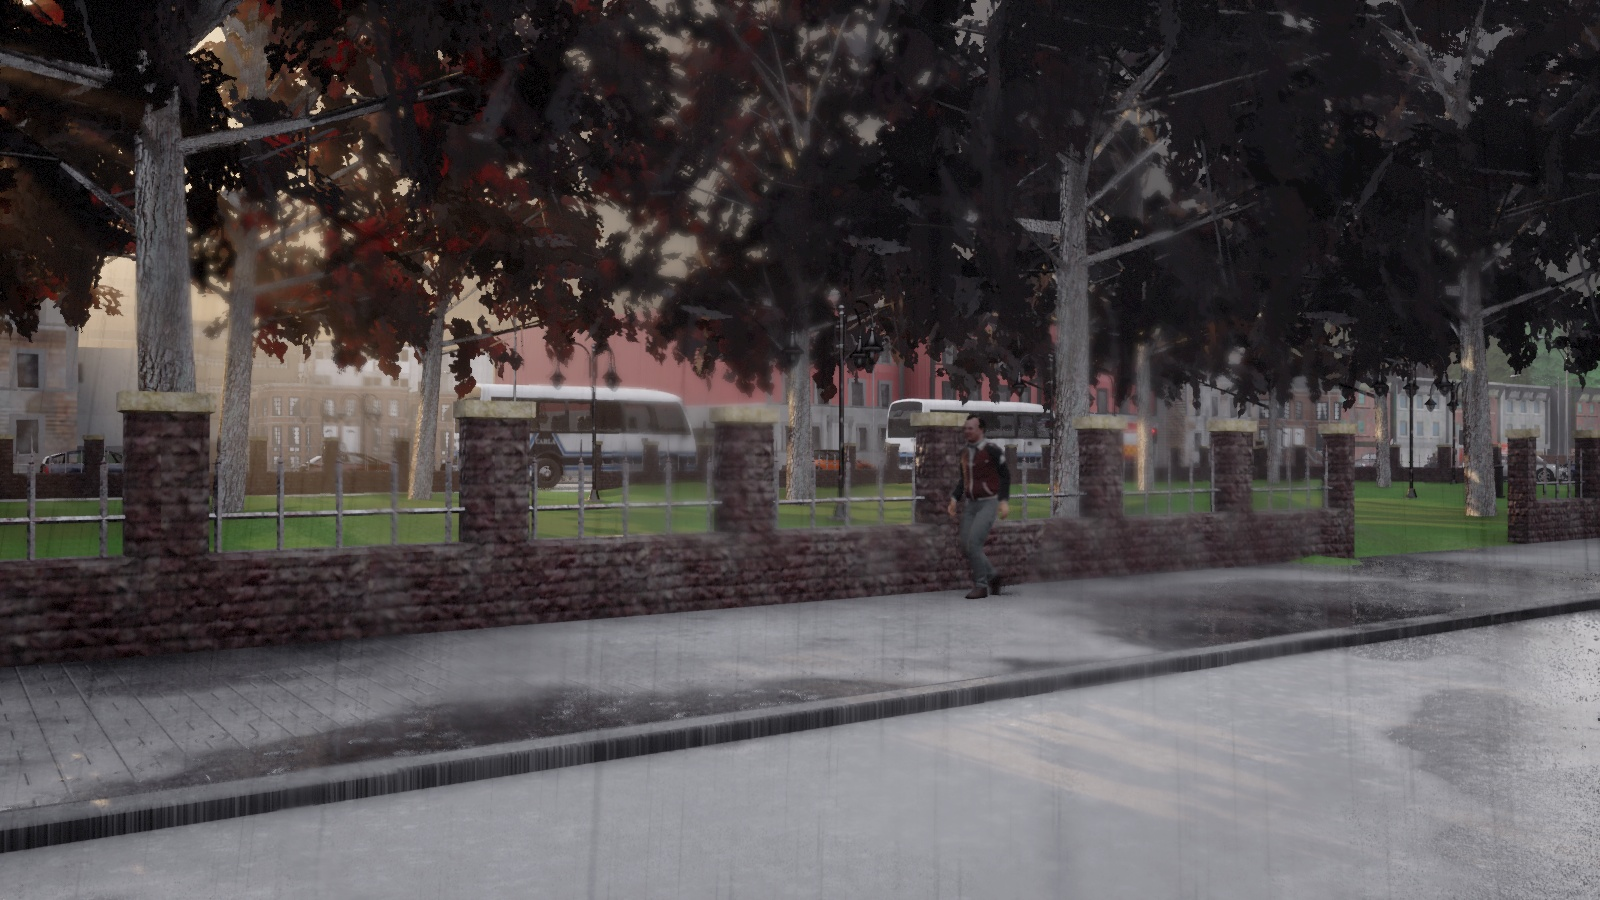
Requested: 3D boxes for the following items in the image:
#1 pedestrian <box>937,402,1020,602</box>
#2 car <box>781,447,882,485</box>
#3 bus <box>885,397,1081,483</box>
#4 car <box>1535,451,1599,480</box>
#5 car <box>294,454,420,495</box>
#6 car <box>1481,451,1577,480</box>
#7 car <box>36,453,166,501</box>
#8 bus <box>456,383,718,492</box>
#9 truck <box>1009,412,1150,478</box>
[{"bbox_3d":[1.704,0.480,12.007,0.720,1.854,0.376,0,0,-35],"label":"pedestrian"},{"bbox_3d":[1.542,0.748,60.656,4.553,1.767,2.097,0,0,-35],"label":"car"},{"bbox_3d":[9.780,-0.490,66.470,10.273,4.253,3.944,0,0,-34],"label":"bus"},{"bbox_3d":[41.646,0.818,65.962,2.163,1.488,4.792,0,0,-35],"label":"car"},{"bbox_3d":[-16.821,0.911,47.789,4.193,1.474,1.816,0,0,-35],"label":"car"},{"bbox_3d":[37.564,0.789,64.729,1.970,1.475,3.806,0,0,-37],"label":"car"},{"bbox_3d":[-23.848,0.879,42.861,3.705,1.549,1.789,0,0,-35],"label":"car"},{"bbox_3d":[-8.897,-0.482,53.337,10.273,4.253,3.944,0,0,-35],"label":"bus"},{"bbox_3d":[16.984,-0.269,76.188,8.468,3.827,2.891,0,0,-27],"label":"truck"}]
